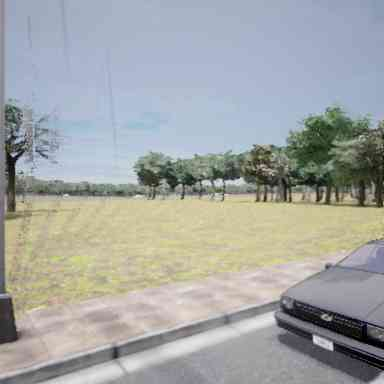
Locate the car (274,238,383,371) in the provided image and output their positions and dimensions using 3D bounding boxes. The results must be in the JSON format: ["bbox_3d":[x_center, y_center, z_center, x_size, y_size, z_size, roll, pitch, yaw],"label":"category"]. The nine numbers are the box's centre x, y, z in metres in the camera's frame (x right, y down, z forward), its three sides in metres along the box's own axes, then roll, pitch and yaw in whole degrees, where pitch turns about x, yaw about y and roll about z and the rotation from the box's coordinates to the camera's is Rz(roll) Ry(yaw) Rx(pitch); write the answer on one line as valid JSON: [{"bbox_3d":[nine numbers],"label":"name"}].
[{"bbox_3d":[3.852,1.548,5.818,5.357,1.411,2.033,0,0,-35],"label":"car"}]
